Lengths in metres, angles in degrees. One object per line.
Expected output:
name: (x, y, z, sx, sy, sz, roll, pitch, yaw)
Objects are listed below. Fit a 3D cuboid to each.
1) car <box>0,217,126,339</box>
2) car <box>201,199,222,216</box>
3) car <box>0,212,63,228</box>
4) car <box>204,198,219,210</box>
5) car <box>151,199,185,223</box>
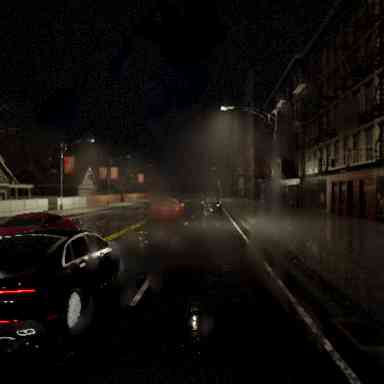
car: (-2.702, 1.492, 6.702, 1.837, 1.490, 4.892, 0, 0, 3)
car: (1.910, 1.422, 32.263, 2.128, 1.511, 4.902, 0, 0, 3)
car: (-5.846, 1.501, 12.217, 1.812, 1.442, 4.674, 0, 0, 3)
car: (2.498, 1.501, 43.301, 1.895, 1.301, 4.718, 0, 0, 3)
car: (-1.725, 1.301, 25.059, 2.097, 1.767, 4.553, 0, 0, 3)
